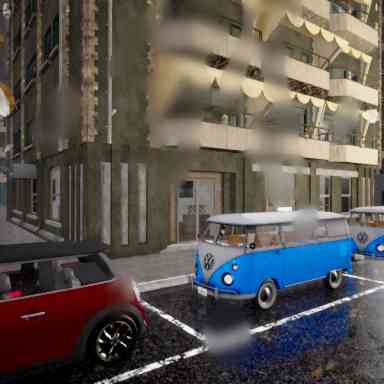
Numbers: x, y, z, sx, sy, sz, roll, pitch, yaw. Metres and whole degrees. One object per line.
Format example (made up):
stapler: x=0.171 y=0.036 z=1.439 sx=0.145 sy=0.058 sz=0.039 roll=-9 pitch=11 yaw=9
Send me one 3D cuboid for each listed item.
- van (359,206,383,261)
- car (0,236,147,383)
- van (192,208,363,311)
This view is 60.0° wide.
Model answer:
van: x=6.529 y=1.345 z=10.780 sx=3.998 sy=1.788 sz=1.690 roll=0 pitch=0 yaw=-36
car: x=-2.722 y=1.440 z=4.152 sx=4.097 sy=1.590 sz=1.967 roll=0 pitch=0 yaw=-36
van: x=1.904 y=1.343 z=7.466 sx=3.998 sy=1.788 sz=1.690 roll=0 pitch=0 yaw=-36
